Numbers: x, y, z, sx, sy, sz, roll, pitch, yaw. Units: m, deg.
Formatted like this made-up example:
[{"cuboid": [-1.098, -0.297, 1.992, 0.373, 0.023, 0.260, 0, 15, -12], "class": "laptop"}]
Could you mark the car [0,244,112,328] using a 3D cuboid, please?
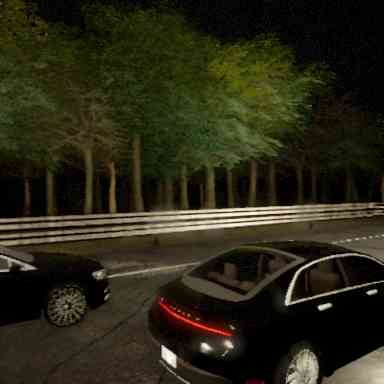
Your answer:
[{"cuboid": [-3.769, 1.485, 5.326, 4.902, 1.511, 2.128, 0, 0, -35], "class": "car"}]

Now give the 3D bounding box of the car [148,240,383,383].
[{"cuboid": [1.754, 1.483, 4.901, 4.892, 1.490, 1.837, 0, 0, -35], "class": "car"}]
